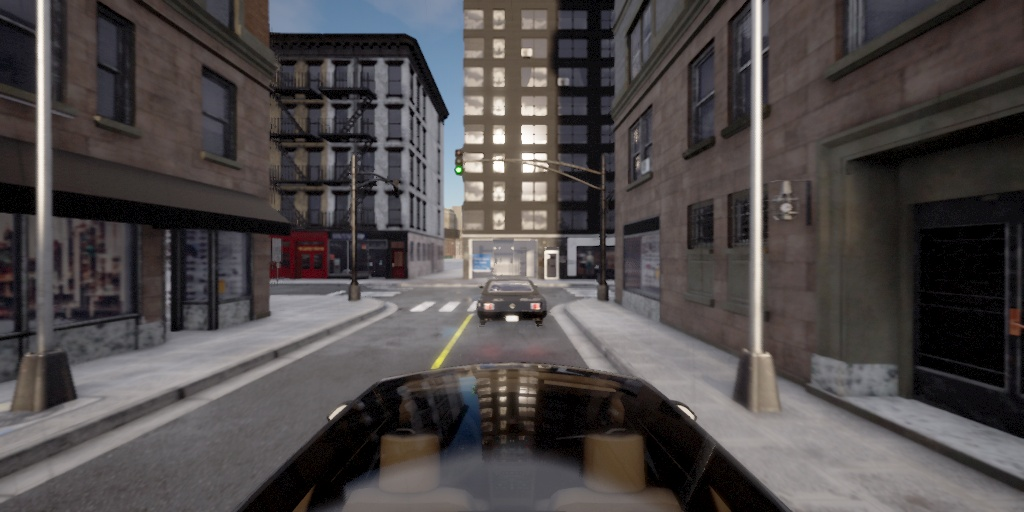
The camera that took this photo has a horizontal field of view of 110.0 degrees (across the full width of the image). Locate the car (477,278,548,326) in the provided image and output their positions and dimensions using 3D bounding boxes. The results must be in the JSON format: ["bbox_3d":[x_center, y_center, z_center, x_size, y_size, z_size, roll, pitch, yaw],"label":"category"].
[{"bbox_3d":[-0.112,1.341,11.545,1.895,1.301,4.718,0,0,-3],"label":"car"}]
